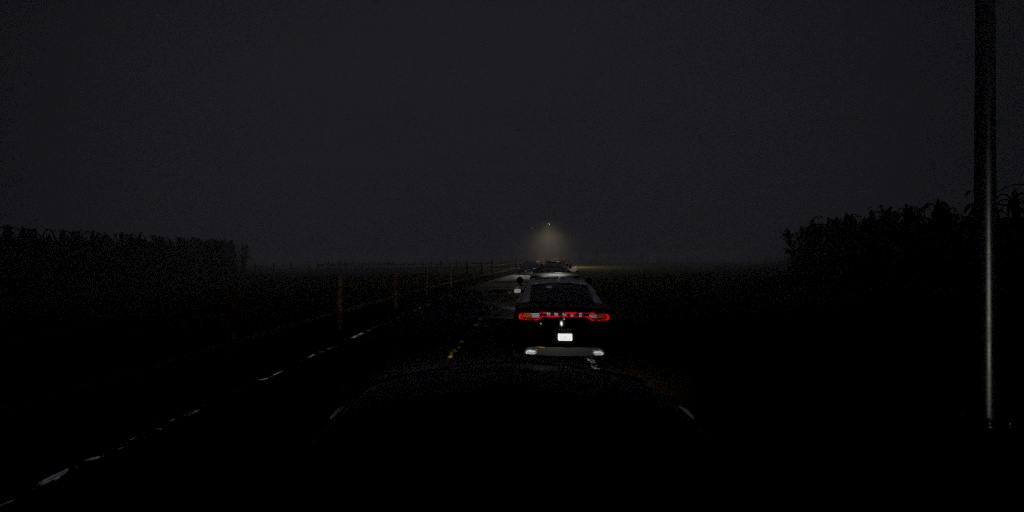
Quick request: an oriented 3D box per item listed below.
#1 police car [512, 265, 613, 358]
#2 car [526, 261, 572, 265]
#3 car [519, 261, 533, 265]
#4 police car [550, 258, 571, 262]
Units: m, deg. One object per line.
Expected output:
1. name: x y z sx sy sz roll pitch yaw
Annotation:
1. police car: 1.053 1.173 8.661 1.930 1.638 5.238 0 0 3
2. car: 1.959 1.218 18.357 1.882 1.535 5.008 0 0 7
3. car: 1.844 1.246 38.228 1.812 1.442 4.674 0 0 11
4. police car: 2.845 1.159 24.311 1.930 1.638 5.238 0 0 10
